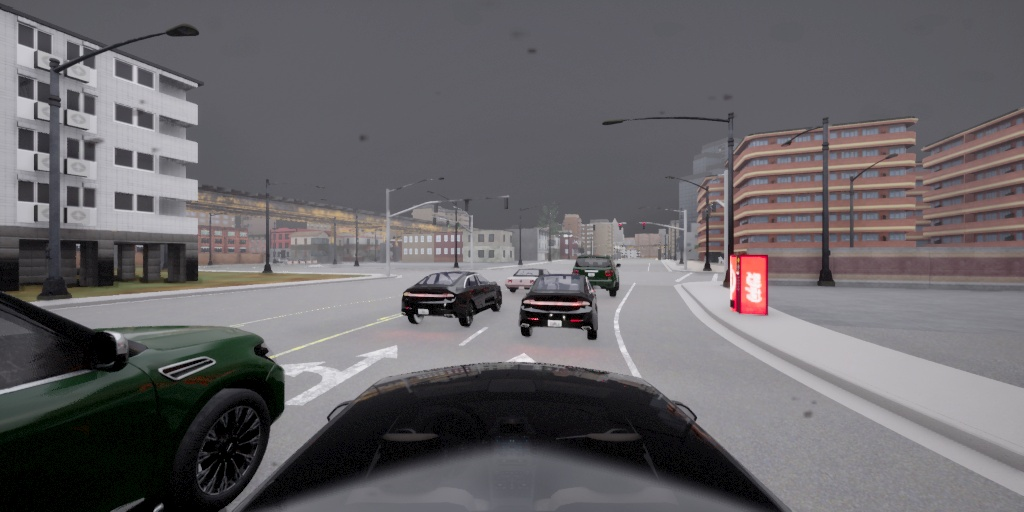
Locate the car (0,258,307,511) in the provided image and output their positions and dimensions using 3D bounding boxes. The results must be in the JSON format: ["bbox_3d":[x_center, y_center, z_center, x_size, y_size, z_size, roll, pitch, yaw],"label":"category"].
[{"bbox_3d":[-3.292,0.971,1.133,2.150,2.045,5.566,0,0,0],"label":"car"}]

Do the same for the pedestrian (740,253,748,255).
[{"bbox_3d":[8.059,0.795,12.472,0.375,1.860,0.375,0,0,21],"label":"pedestrian"}]

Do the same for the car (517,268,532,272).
[{"bbox_3d":[1.301,1.351,20.527,1.895,1.301,4.718,0,0,21],"label":"car"}]

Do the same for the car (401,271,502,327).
[{"bbox_3d":[-1.710,1.242,11.714,2.128,1.511,4.902,0,0,14],"label":"car"}]

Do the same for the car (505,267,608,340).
[{"bbox_3d":[1.448,1.242,10.108,2.128,1.511,4.902,0,0,13],"label":"car"}]

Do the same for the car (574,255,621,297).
[{"bbox_3d":[4.578,0.971,19.347,2.150,2.045,5.566,0,0,19],"label":"car"}]

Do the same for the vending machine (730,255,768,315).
[{"bbox_3d":[7.825,0.945,11.853,1.100,2.100,0.880,0,0,20],"label":"vending machine"}]
